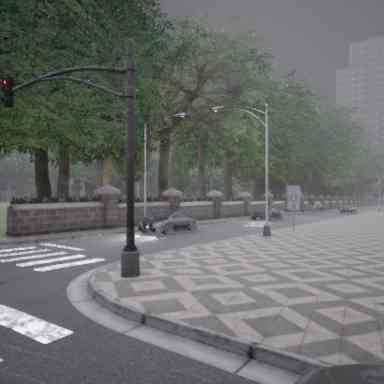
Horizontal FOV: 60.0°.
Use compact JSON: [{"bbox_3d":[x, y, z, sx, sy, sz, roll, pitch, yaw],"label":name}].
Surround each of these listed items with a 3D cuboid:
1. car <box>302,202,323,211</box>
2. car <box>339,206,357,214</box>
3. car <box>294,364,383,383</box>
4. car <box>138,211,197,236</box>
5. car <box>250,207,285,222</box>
[{"bbox_3d":[17.358,2.118,47.753,2.097,1.767,4.553,0,-1,35],"label":"car"},{"bbox_3d":[25.181,2.841,53.464,1.895,1.301,4.718,0,-1,36],"label":"car"},{"bbox_3d":[2.402,1.551,1.248,4.403,1.369,2.008,0,0,36],"label":"car"},{"bbox_3d":[-1.479,1.927,21.285,1.994,1.385,4.181,0,-1,35],"label":"car"},{"bbox_3d":[7.965,2.250,34.633,2.033,1.411,5.357,0,-1,35],"label":"car"}]
